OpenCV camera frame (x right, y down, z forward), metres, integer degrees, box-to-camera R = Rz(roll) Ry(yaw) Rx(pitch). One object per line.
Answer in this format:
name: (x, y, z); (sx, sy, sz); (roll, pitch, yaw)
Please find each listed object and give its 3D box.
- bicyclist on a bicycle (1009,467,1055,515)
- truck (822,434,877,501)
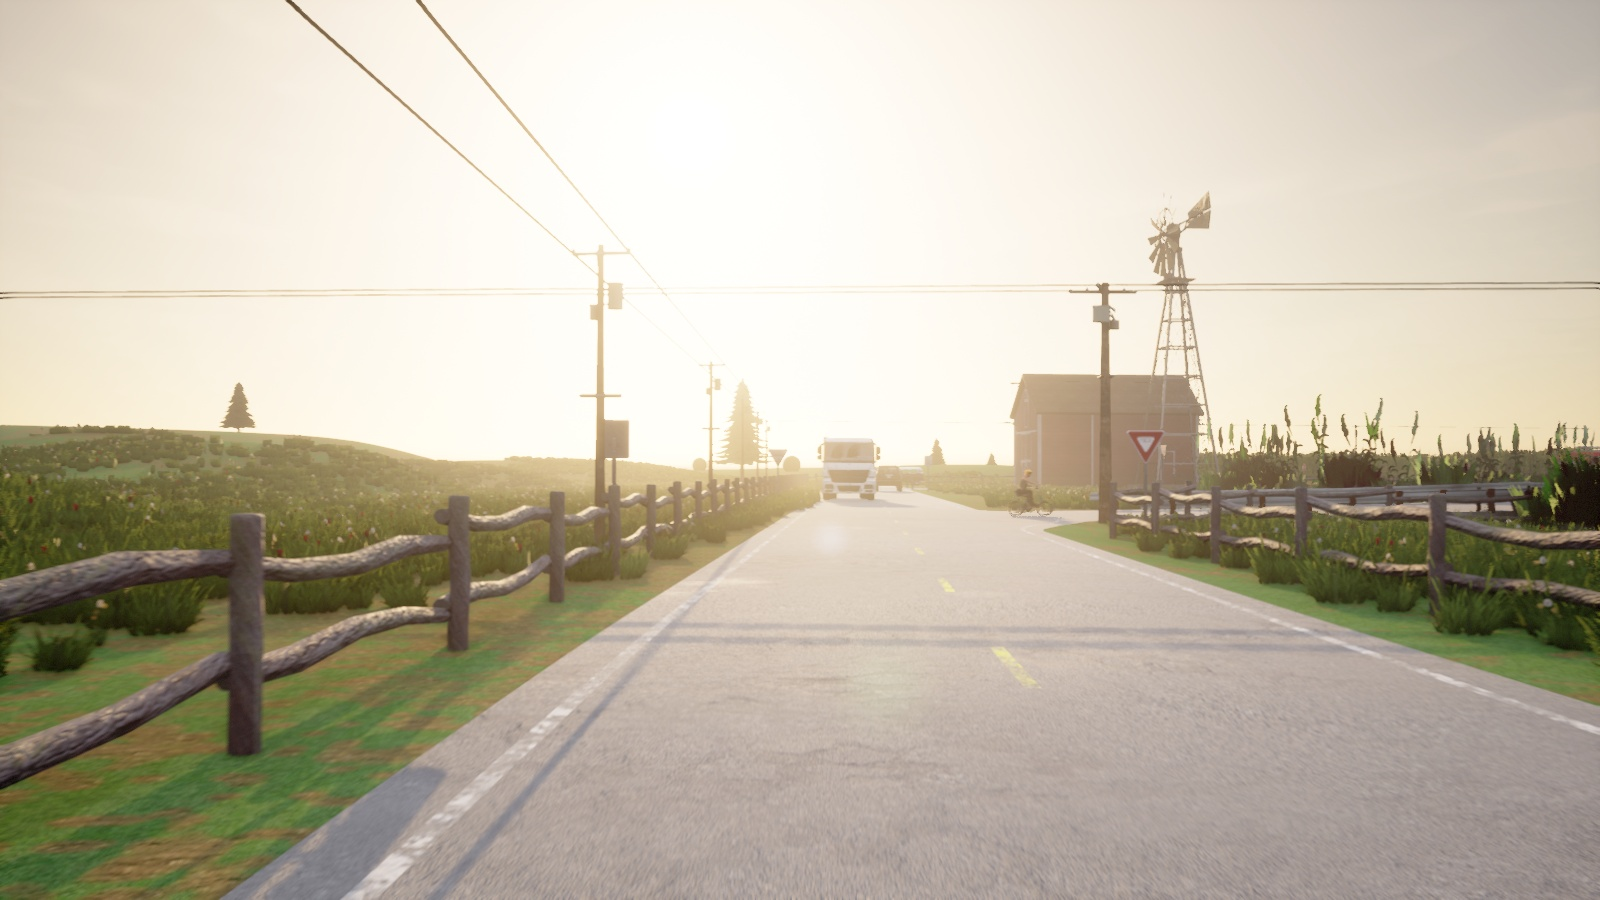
bicyclist on a bicycle: (7.893, 1.400, 42.702); (1.509, 1.612, 0.866); (-1, -4, 13)
truck: (2.734, 0.989, 69.717); (2.891, 3.462, 7.936); (0, -1, 2)
